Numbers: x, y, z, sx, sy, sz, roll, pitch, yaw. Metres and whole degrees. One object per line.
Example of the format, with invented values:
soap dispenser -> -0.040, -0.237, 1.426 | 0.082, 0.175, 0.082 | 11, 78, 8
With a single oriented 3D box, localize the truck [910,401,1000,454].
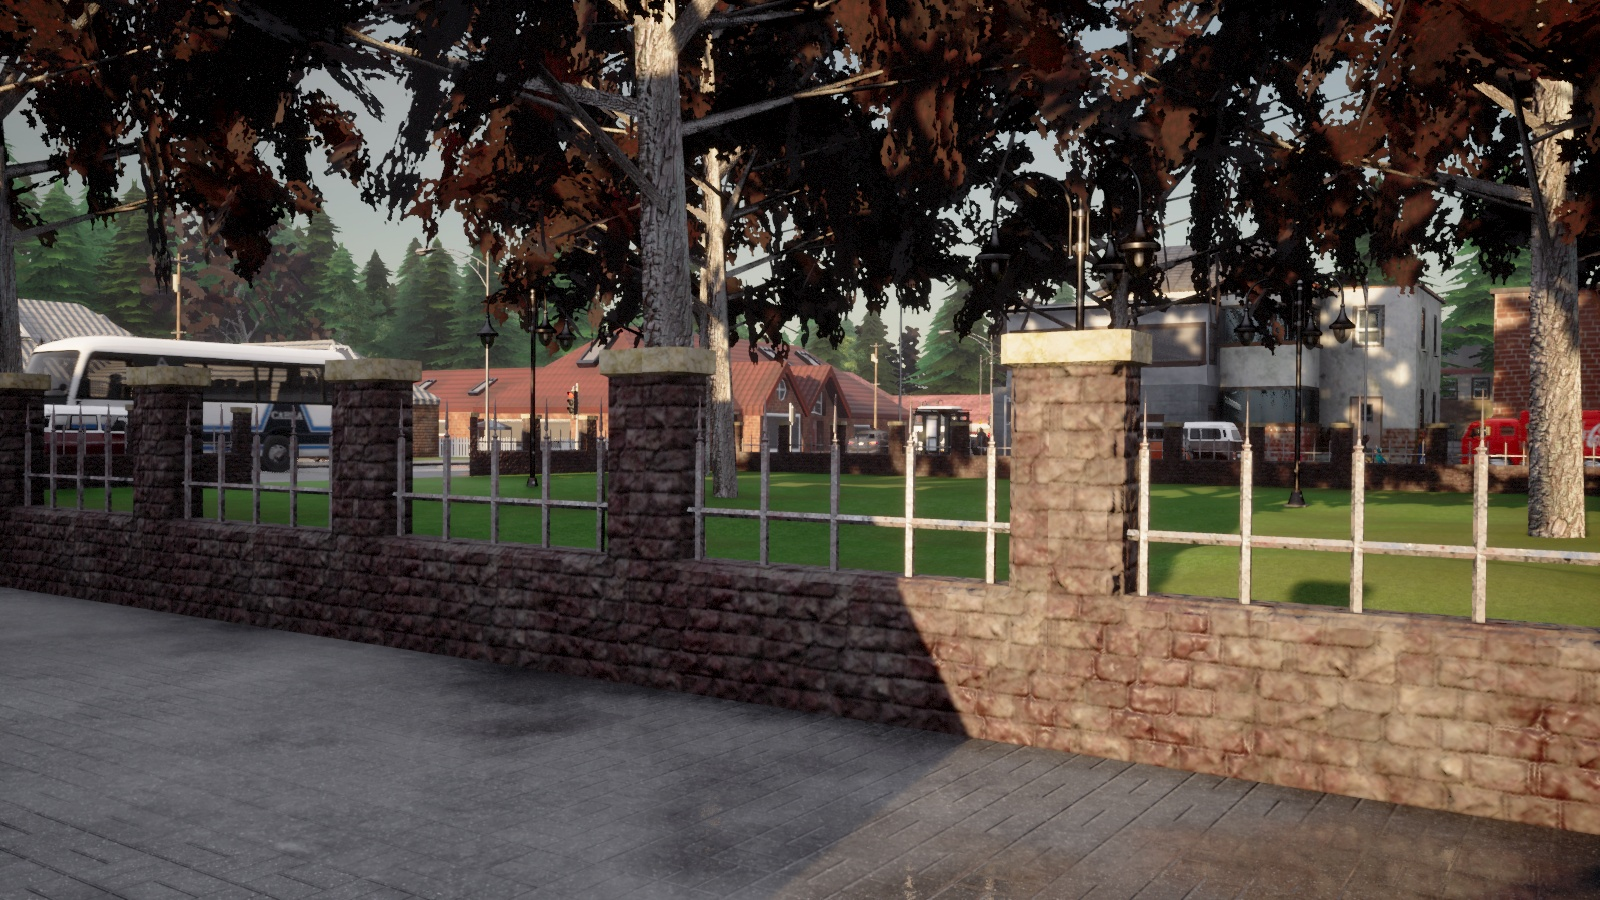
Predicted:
truck -> 10.791, -1.529, 86.497 | 2.891, 3.462, 7.936 | 0, 1, 34

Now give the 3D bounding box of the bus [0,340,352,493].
bus -> -19.994, -1.014, 40.243 | 3.944, 4.253, 10.273 | 0, 1, 33

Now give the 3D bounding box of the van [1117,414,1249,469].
van -> 14.832, -0.345, 48.742 | 4.480, 2.038, 2.069 | 0, 1, 34

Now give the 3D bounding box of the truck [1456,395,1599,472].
truck -> 24.984, -0.556, 42.075 | 5.204, 2.467, 2.627 | 0, 1, 30

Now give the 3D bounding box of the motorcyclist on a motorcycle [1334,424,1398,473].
motorcyclist on a motorcycle -> 18.643, -0.048, 41.342 | 1.817, 1.590, 0.866 | 0, 1, 32

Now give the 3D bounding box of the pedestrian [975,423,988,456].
pedestrian -> 10.260, -0.620, 70.921 | 0.540, 1.848, 0.694 | 0, 1, 26

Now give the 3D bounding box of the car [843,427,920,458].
car -> 4.593, -0.422, 70.029 | 2.242, 1.667, 4.611 | 0, 1, 34

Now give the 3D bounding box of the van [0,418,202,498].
van -> -19.074, 0.159, 34.308 | 2.069, 2.038, 4.480 | 0, 1, 33

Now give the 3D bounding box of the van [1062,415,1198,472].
van -> 12.015, -0.249, 45.764 | 4.442, 1.987, 1.775 | 0, 1, 32
